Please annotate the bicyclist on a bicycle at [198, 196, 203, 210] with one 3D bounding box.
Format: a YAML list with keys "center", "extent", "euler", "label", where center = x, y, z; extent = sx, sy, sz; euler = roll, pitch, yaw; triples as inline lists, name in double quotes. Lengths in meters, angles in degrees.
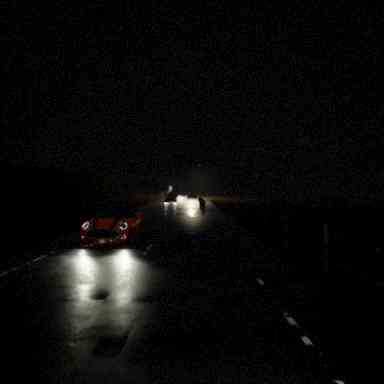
- center: [0.960, 1.266, 38.343]
  extent: [0.582, 1.620, 1.656]
  euler: [0, 1, 0]
  label: "bicyclist on a bicycle"

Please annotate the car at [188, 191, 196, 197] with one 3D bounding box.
- center: [-0.014, 0.574, 88.976]
  extent: [2.128, 1.511, 4.902]
  euler: [0, 1, 0]
  label: "car"

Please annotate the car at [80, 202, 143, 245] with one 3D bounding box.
- center: [-3.596, 1.381, 15.559]
  extent: [2.097, 1.767, 4.553]
  euler: [0, 0, 0]
  label: "car"

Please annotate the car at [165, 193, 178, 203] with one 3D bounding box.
- center: [-3.542, 1.002, 56.922]
  extent: [1.837, 1.490, 4.892]
  euler: [0, 1, 1]
  label: "car"

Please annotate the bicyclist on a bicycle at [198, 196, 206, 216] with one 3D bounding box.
- center: [0.962, 1.389, 29.373]
  extent: [0.582, 1.620, 1.656]
  euler: [0, 0, 0]
  label: "bicyclist on a bicycle"

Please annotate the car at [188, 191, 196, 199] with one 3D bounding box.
- center: [-0.012, 0.741, 73.836]
  extent: [1.837, 1.490, 4.892]
  euler: [0, 1, 0]
  label: "car"
